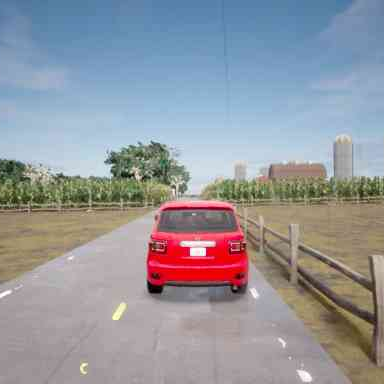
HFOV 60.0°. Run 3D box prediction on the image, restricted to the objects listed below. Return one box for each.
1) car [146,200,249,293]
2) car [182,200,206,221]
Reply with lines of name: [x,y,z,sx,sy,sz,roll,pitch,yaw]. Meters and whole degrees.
car: [0.117,1.220,8.959,2.150,2.045,5.566,0,0,0]
car: [0.161,1.483,28.126,1.837,1.490,4.892,0,0,0]
